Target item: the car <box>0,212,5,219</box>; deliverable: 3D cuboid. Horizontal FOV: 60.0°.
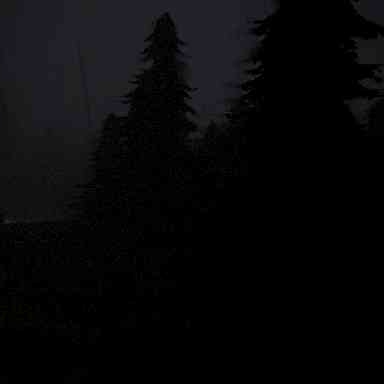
[{"bbox_3d":[-15.158,1.786,23.894,2.128,1.511,4.902,3,-2,-7],"label":"car"}]
